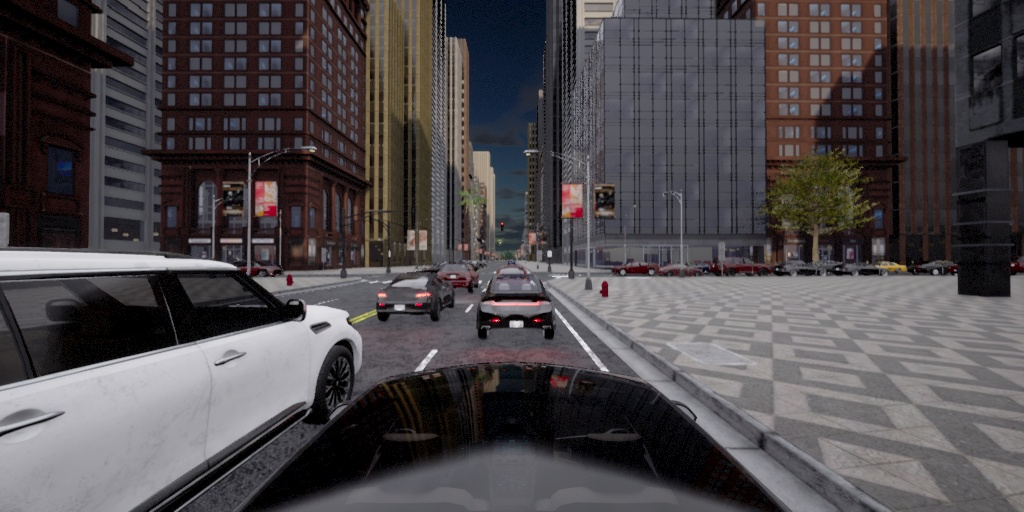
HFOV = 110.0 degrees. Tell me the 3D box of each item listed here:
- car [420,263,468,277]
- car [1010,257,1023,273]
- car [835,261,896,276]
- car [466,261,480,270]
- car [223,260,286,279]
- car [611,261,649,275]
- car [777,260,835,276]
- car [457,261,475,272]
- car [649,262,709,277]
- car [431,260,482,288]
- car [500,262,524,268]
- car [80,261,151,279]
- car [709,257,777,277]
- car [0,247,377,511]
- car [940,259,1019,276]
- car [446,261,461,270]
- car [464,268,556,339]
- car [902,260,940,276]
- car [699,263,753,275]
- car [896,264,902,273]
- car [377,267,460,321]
[{"bbox_3d":[-7.199,1.463,38.481,4.718,1.301,1.895,0,-1,-38],"label":"car"},{"bbox_3d":[49.119,0.959,33.486,5.009,1.841,2.192,0,0,-1],"label":"car"},{"bbox_3d":[32.205,1.246,33.210,4.313,1.339,1.948,0,0,-1],"label":"car"},{"bbox_3d":[-6.622,1.534,61.287,1.812,1.442,4.674,0,0,0],"label":"car"},{"bbox_3d":[-25.009,1.274,34.940,4.553,1.767,2.097,0,-1,0],"label":"car"},{"bbox_3d":[13.239,1.282,38.687,5.008,1.535,1.882,0,-1,-2],"label":"car"},{"bbox_3d":[26.568,1.262,33.118,4.313,1.339,1.948,0,0,-1],"label":"car"},{"bbox_3d":[-6.635,1.440,52.188,2.128,1.511,4.902,0,0,0],"label":"car"},{"bbox_3d":[15.293,1.314,32.935,4.207,1.307,1.802,0,0,-1],"label":"car"},{"bbox_3d":[-3.163,1.133,21.356,2.097,1.767,4.553,0,0,0],"label":"car"},{"bbox_3d":[-0.014,1.252,19.567,1.882,1.535,5.008,0,0,0],"label":"car"},{"bbox_3d":[-38.540,1.337,34.942,4.553,1.767,2.097,0,-1,0],"label":"car"},{"bbox_3d":[20.931,1.027,33.027,5.009,1.841,2.192,0,0,-1],"label":"car"},{"bbox_3d":[-3.155,0.971,2.597,2.150,2.045,5.566,0,0,0],"label":"car"},{"bbox_3d":[43.481,1.200,33.394,4.507,1.381,1.888,0,0,-1],"label":"car"},{"bbox_3d":[-9.872,1.531,60.833,1.812,1.442,4.674,0,0,0],"label":"car"},{"bbox_3d":[0.093,1.245,10.066,2.128,1.511,4.902,0,0,0],"label":"car"},{"bbox_3d":[42.828,1.191,36.009,4.892,1.490,1.837,0,-1,-1],"label":"car"},{"bbox_3d":[23.156,1.373,38.835,4.718,1.301,1.895,0,-1,-1],"label":"car"},{"bbox_3d":[43.178,1.278,41.915,4.829,1.417,1.751,0,0,-1],"label":"car"},{"bbox_3d":[-3.158,1.283,12.376,1.812,1.442,4.674,0,0,0],"label":"car"}]
